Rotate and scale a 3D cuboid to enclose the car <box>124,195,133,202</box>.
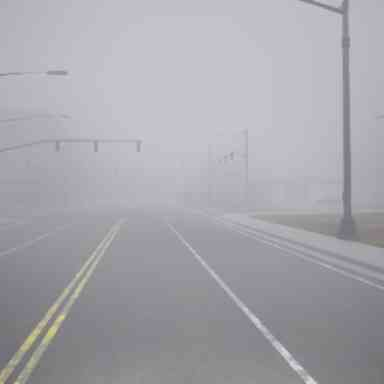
[{"bbox_3d":[-16.466,1.731,84.927,2.128,1.511,4.902,-1,0,-9],"label":"car"}]

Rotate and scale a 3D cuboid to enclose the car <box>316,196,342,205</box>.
[{"bbox_3d":[22.398,1.327,54.478,4.181,1.385,1.994,-1,0,-20],"label":"car"}]

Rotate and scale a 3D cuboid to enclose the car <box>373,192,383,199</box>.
[{"bbox_3d":[35.698,0.709,62.443,5.008,1.535,1.882,-1,0,-43],"label":"car"}]
